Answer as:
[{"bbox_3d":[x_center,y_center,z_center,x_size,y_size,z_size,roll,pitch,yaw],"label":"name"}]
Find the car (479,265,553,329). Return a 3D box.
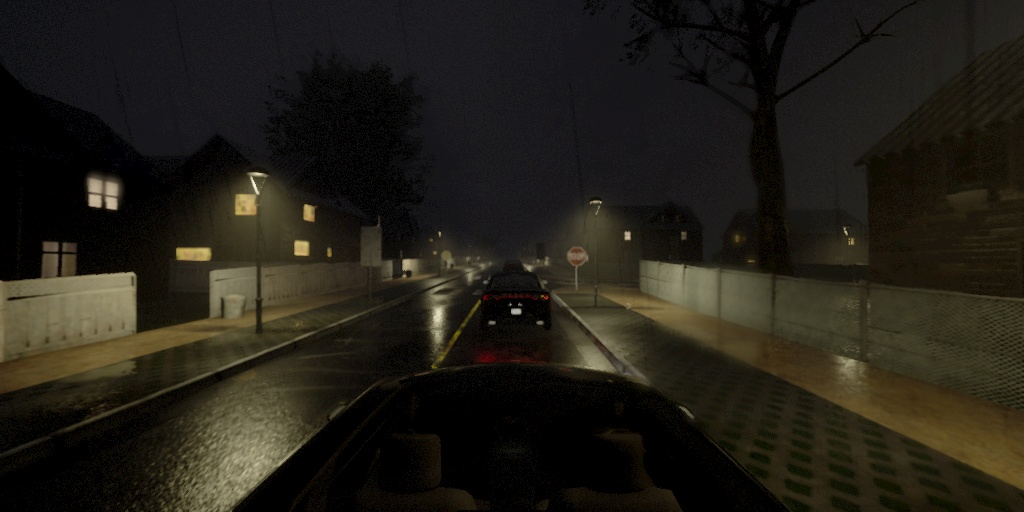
[{"bbox_3d":[0.100,1.179,11.011,1.882,1.535,5.008,0,0,0],"label":"car"}]

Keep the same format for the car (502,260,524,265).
[{"bbox_3d":[0.107,1.074,33.859,1.882,1.535,5.008,0,0,0],"label":"car"}]
